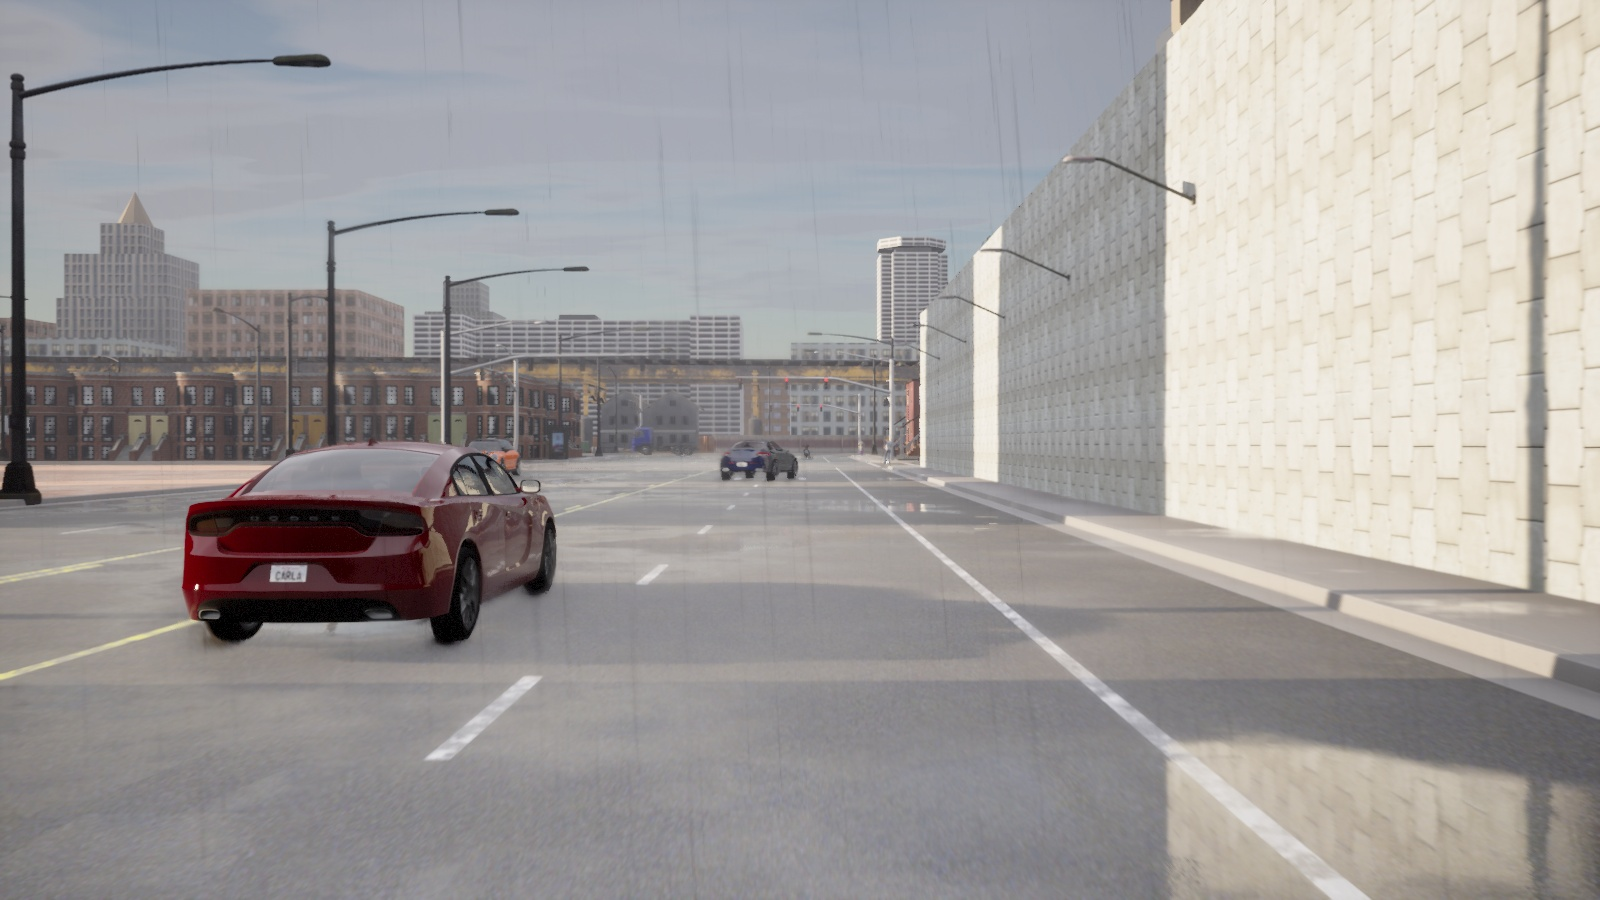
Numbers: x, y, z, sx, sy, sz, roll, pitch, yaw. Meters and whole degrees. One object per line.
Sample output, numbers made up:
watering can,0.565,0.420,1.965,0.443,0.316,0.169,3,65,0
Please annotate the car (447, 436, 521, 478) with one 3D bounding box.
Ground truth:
car,-13.706,0.286,54.742,2.097,1.767,4.553,0,0,0

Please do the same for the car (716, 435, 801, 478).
car,-1.605,0.237,50.885,2.152,1.651,5.027,0,0,14

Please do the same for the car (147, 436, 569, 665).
car,-3.428,0.660,10.926,1.882,1.535,5.008,0,0,0
